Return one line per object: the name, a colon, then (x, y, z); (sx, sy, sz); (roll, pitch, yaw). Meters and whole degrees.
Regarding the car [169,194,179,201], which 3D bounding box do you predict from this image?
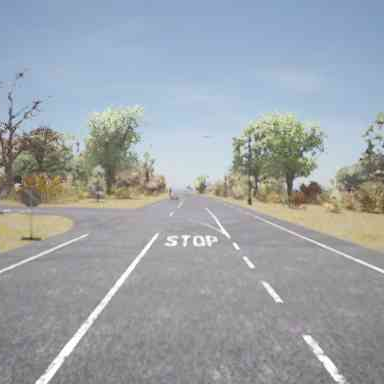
car: (-3.702, 1.090, 69.585); (2.128, 1.511, 4.902); (0, 0, -1)
